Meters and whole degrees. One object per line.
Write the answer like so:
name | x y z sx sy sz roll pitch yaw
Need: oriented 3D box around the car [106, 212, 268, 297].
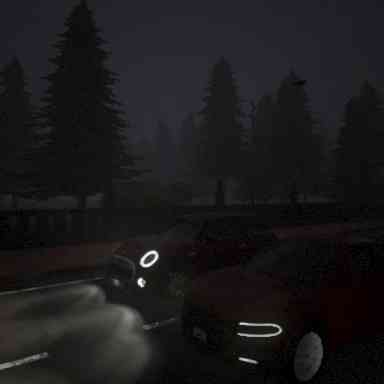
car | 0.192 1.344 8.453 4.553 1.767 2.097 0 0 -36

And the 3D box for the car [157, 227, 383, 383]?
car | 2.116 1.470 5.527 5.008 1.535 1.882 0 0 -36
